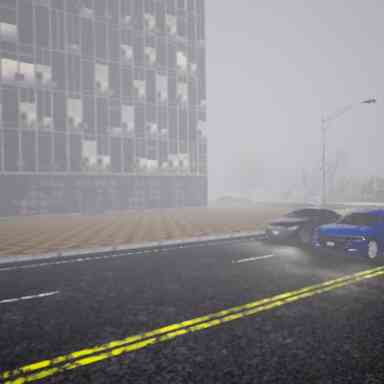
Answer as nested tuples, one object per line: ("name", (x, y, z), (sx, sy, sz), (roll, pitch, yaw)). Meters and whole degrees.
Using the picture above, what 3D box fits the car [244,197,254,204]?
("car", (9.085, 1.443, 60.472), (1.895, 1.301, 4.718), (-1, 1, -32))

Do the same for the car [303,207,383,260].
("car", (6.583, 1.414, 12.361), (5.008, 1.535, 1.882), (0, 0, -35))

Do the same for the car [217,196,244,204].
("car", (6.325, 1.414, 58.731), (1.837, 1.490, 4.892), (-1, 1, -33))

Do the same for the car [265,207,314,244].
("car", (5.481, 1.457, 15.565), (4.674, 1.442, 1.812), (0, 0, -35))
